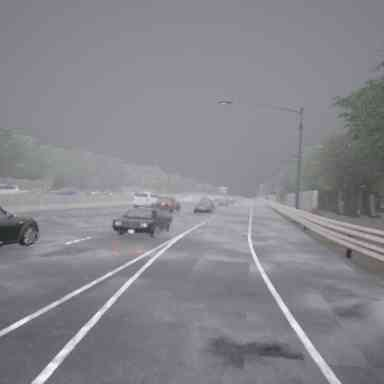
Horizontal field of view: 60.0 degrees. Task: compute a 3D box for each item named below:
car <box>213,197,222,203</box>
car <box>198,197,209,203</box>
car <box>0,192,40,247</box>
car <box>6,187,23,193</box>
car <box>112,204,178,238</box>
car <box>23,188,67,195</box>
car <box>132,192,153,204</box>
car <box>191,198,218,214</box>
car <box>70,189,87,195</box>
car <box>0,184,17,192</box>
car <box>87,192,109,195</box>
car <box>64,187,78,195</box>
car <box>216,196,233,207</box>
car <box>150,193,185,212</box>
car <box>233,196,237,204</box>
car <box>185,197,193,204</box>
[{"bbox_3d":[6.708,2.137,86.581,1.812,1.442,4.674,3,0,10],"label":"car"},{"bbox_3d":[2.909,1.942,85.240,2.033,1.411,5.357,3,0,10],"label":"car"},{"bbox_3d":[-7.094,1.018,10.818,2.097,1.767,4.553,3,0,10],"label":"car"},{"bbox_3d":[-22.245,0.454,44.914,1.812,1.442,4.674,3,0,11],"label":"car"},{"bbox_3d":[-2.366,1.529,17.334,1.895,1.301,4.718,3,0,10],"label":"car"},{"bbox_3d":[-18.997,0.589,43.305,2.128,1.511,4.902,3,0,11],"label":"car"},{"bbox_3d":[-5.346,1.032,39.861,2.150,2.045,5.566,3,0,10],"label":"car"},{"bbox_3d":[1.504,1.734,38.544,1.994,1.385,4.181,3,0,10],"label":"car"},{"bbox_3d":[-19.450,0.667,60.054,1.994,1.385,4.181,3,0,11],"label":"car"},{"bbox_3d":[-25.797,-0.038,44.812,2.150,2.045,5.566,3,0,11],"label":"car"},{"bbox_3d":[-16.095,0.783,58.980,1.837,1.490,4.892,3,0,11],"label":"car"},{"bbox_3d":[-22.784,0.155,61.132,2.150,2.045,5.566,3,0,10],"label":"car"},{"bbox_3d":[6.184,2.023,64.209,2.033,1.411,5.357,3,0,10],"label":"car"},{"bbox_3d":[-2.577,1.301,35.590,2.097,1.767,4.553,3,0,10],"label":"car"},{"bbox_3d":[9.786,2.287,83.981,1.812,1.442,4.674,3,0,10],"label":"car"},{"bbox_3d":[-0.691,1.642,65.469,1.812,1.442,4.674,3,0,10],"label":"car"}]
